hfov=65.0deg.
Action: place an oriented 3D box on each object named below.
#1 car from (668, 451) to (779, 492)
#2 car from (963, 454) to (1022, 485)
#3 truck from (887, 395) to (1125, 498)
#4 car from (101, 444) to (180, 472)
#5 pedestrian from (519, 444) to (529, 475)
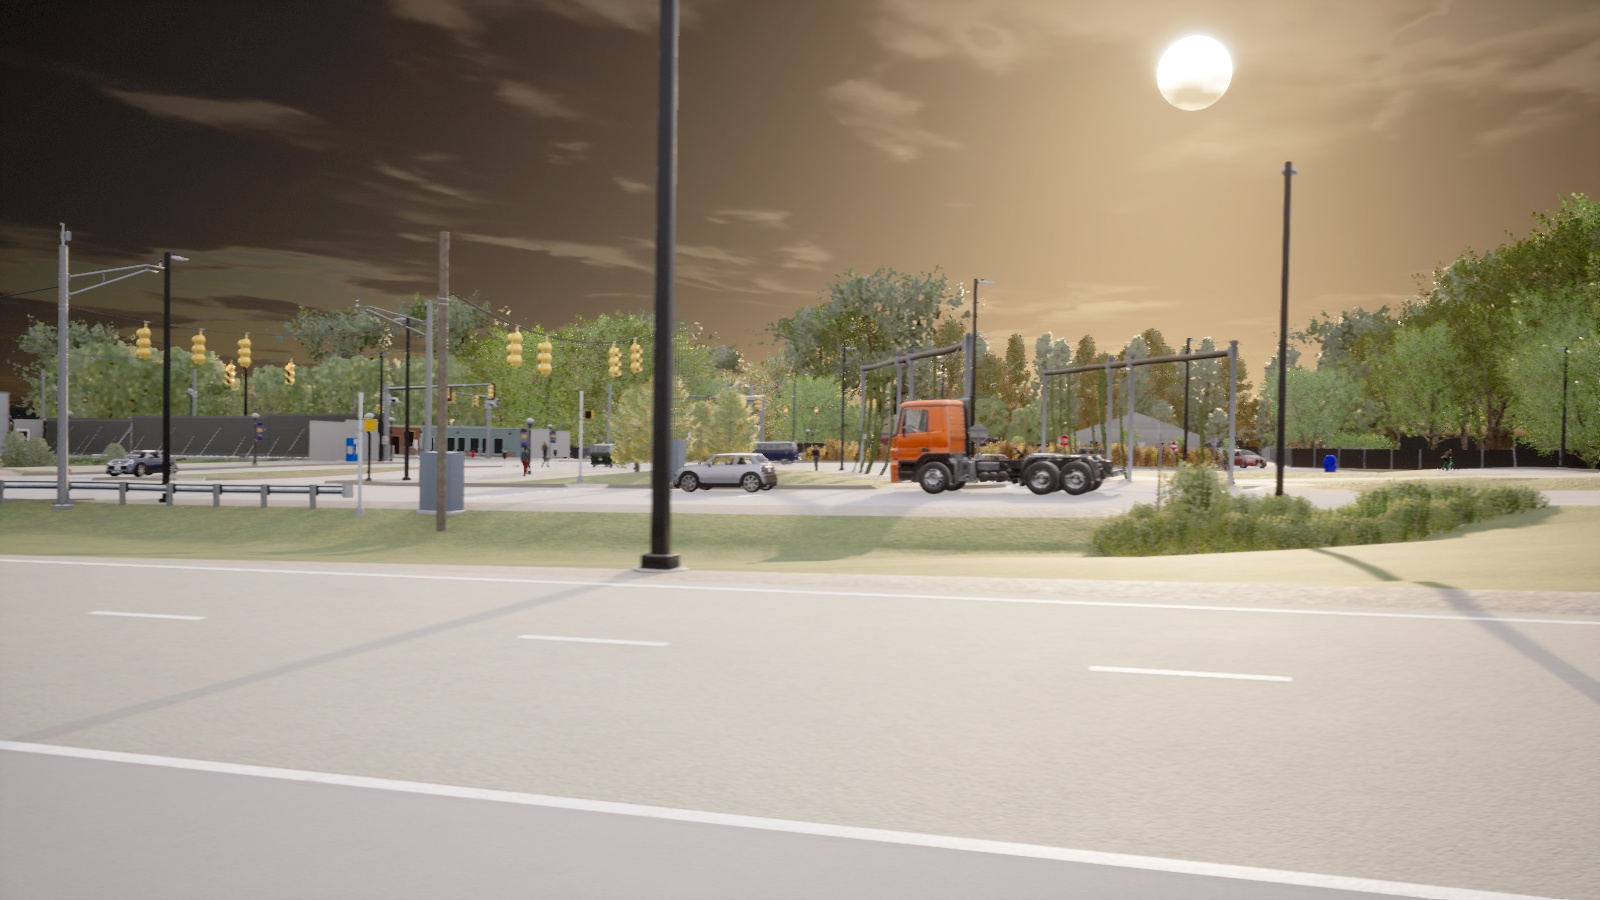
[{"bbox_3d":[-2.920,0.796,48.331,3.806,1.475,1.970,0,1,18],"label":"car"},{"bbox_3d":[9.681,0.973,63.430,1.970,1.475,3.806,1,0,-8],"label":"car"},{"bbox_3d":[7.342,-0.136,44.912,7.936,3.462,2.891,0,1,22],"label":"truck"},{"bbox_3d":[-37.396,0.431,71.309,1.970,1.475,3.806,1,1,14],"label":"car"},{"bbox_3d":[-16.790,0.584,76.407,0.353,1.847,0.614,2,1,16],"label":"pedestrian"}]
